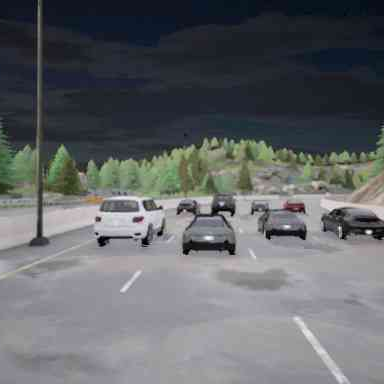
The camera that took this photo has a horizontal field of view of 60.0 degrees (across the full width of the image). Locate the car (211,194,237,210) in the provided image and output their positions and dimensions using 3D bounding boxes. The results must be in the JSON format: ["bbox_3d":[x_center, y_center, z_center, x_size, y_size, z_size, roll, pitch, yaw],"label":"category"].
[{"bbox_3d":[3.195,1.233,32.878,2.150,2.045,5.566,0,0,10],"label":"car"}]

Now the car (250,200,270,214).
[{"bbox_3d":[7.114,1.544,34.708,1.812,1.442,4.674,0,0,11],"label":"car"}]

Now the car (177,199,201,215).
[{"bbox_3d":[-0.243,1.510,33.409,1.837,1.490,4.892,0,0,10],"label":"car"}]

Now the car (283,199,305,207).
[{"bbox_3d":[10.792,1.502,35.229,1.882,1.535,5.008,0,0,11],"label":"car"}]

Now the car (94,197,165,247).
[{"bbox_3d":[-2.657,1.220,15.337,2.150,2.045,5.566,0,0,5],"label":"car"}]

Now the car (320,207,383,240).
[{"bbox_3d":[8.064,1.522,17.144,1.837,1.490,4.892,0,0,5],"label":"car"}]

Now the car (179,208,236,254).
[{"bbox_3d":[0.721,1.568,13.521,1.994,1.385,4.181,0,0,4],"label":"car"}]

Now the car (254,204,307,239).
[{"bbox_3d":[4.578,1.575,17.368,1.994,1.385,4.181,0,0,5],"label":"car"}]
